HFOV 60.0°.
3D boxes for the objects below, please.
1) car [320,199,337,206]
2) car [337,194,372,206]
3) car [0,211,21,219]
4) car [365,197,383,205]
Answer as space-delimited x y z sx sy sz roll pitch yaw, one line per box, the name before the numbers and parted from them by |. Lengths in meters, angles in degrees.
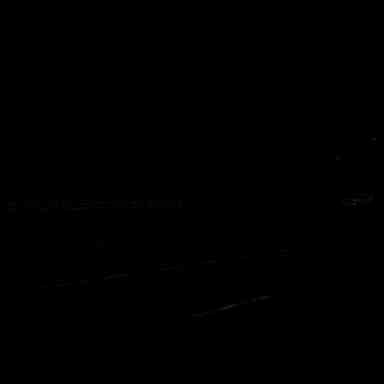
car | 20.945 1.646 48.862 4.718 1.301 1.895 0 0 -35
car | 22.949 1.269 46.016 5.566 2.045 2.150 0 0 -35
car | -11.235 1.569 17.468 4.181 1.385 1.994 0 0 -35
car | 24.997 1.684 43.178 4.718 1.301 1.895 0 0 -35
